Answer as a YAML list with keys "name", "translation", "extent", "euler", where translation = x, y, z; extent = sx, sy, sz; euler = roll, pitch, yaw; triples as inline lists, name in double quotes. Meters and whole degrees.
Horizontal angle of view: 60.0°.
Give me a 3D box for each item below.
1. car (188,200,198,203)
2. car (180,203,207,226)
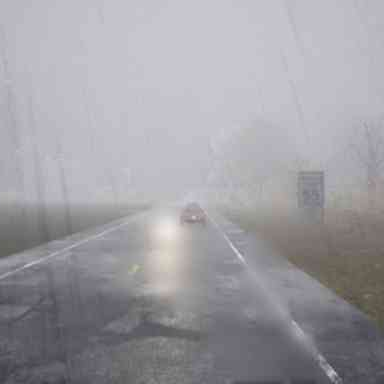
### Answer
- name: "car"
  translation: [0.151, 1.924, 47.249]
  extent: [2.128, 1.511, 4.902]
  euler: [0, -1, 0]
- name: "car"
  translation: [0.127, 1.801, 25.708]
  extent: [1.994, 1.385, 4.181]
  euler: [0, -1, 0]
